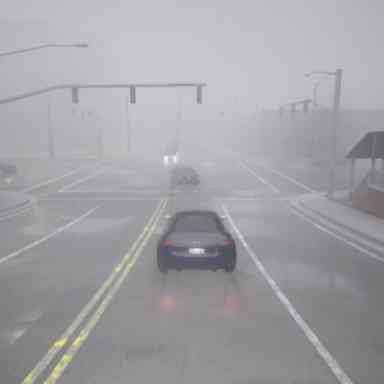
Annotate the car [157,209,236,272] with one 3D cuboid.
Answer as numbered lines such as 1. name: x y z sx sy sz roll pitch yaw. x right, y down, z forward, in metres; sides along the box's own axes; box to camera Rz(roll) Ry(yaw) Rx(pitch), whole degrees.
1. car: 0.113 1.172 9.677 1.994 1.385 4.181 0 5 0

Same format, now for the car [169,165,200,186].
1. car: -0.699 -1.452 27.184 2.033 1.411 5.357 -2 11 -10

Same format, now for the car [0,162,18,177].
1. car: -19.099 -2.307 31.221 5.008 1.535 1.882 0 11 0

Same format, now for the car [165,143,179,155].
1. car: -3.494 -6.960 55.649 1.895 1.301 4.718 0 11 -2

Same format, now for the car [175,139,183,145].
1. car: -3.379 -12.780 85.028 1.812 1.442 4.674 0 11 0

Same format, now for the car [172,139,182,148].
1. car: -3.393 -10.998 75.033 2.097 1.767 4.553 0 11 0

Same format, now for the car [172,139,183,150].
1. car: -3.407 -8.965 65.338 2.128 1.511 4.902 0 11 0

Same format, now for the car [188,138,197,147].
1. car: 0.108 -10.984 76.205 1.895 1.301 4.718 0 11 0

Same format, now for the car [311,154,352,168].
1. car: 16.172 -3.622 38.143 4.674 1.442 1.812 0 11 0
